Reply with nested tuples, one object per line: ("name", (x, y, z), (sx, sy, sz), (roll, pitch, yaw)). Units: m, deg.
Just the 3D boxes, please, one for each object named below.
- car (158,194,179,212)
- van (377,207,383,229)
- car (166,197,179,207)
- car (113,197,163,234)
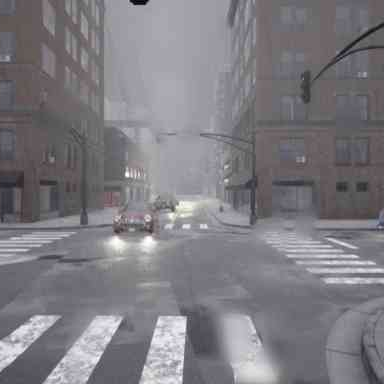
("car", (-3.077, 1.240, 39.149), (2.150, 2.045, 5.566), (0, 0, 0))
("van", (12.063, 1.357, 17.596), (3.998, 1.788, 1.690), (0, 0, 0))
("car", (-3.057, 1.547, 53.197), (1.812, 1.442, 4.674), (0, 1, 0))
("car", (-3.090, 1.357, 19.273), (2.097, 1.767, 4.553), (0, 0, 0))
